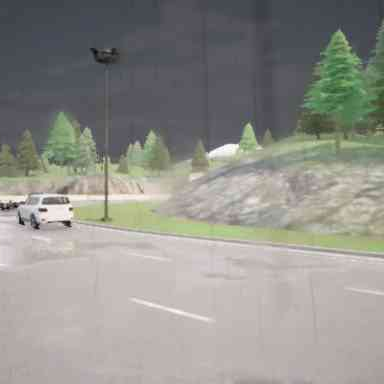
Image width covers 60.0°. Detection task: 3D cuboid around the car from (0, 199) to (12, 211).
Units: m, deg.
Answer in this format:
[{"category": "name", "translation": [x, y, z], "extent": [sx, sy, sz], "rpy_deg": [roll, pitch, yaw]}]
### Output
[{"category": "car", "translation": [-20.770, 1.487, 37.511], "extent": [1.895, 1.301, 4.718], "rpy_deg": [0, 0, -11]}]

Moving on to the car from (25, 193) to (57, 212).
[{"category": "car", "translation": [-17.455, 1.116, 38.759], "extent": [2.150, 2.045, 5.566], "rpy_deg": [0, 0, -11]}]

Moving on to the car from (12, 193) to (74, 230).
[{"category": "car", "translation": [-9.400, 1.164, 21.161], "extent": [2.150, 2.045, 5.566], "rpy_deg": [0, 1, -40]}]
